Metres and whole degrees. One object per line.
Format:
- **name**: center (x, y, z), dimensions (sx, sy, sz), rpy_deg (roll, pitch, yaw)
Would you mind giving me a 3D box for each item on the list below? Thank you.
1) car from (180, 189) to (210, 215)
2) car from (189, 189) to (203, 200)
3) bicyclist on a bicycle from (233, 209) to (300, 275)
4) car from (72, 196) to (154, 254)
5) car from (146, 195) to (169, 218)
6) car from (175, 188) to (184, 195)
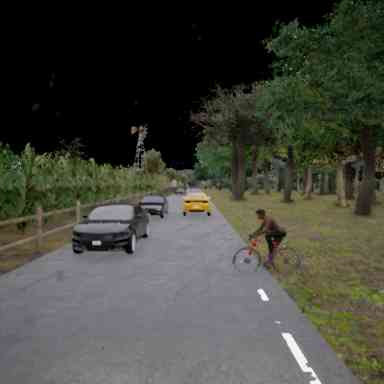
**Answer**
- **car**: center (0.351, 0.794, 25.051), dimensions (1.882, 1.535, 5.008), rpy_deg (0, 2, 1)
- **car**: center (0.603, 0.329, 47.279), dimensions (1.895, 1.301, 4.718), rpy_deg (0, 1, 1)
- **bicyclist on a bicycle**: center (1.843, 1.240, 8.188), dimensions (1.656, 1.620, 0.582), rpy_deg (0, 1, 1)
- **car**: center (-2.745, 1.138, 12.133), dimensions (1.882, 1.535, 5.008), rpy_deg (0, 2, 1)
- **car**: center (-2.611, 0.920, 22.773), dimensions (2.033, 1.411, 5.357), rpy_deg (0, 2, 1)
- **car**: center (-2.062, -0.108, 63.233), dimensions (1.994, 1.385, 4.181), rpy_deg (0, 1, 1)
